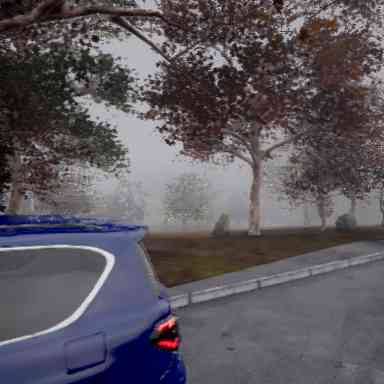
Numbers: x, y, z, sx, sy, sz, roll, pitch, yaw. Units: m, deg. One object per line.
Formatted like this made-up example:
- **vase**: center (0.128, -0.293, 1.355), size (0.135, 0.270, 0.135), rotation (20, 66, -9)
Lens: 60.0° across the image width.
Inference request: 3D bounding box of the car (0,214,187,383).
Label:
- **car**: center (-2.647, 1.219, 1.793), size (5.566, 2.045, 2.150), rotation (0, 0, -35)
